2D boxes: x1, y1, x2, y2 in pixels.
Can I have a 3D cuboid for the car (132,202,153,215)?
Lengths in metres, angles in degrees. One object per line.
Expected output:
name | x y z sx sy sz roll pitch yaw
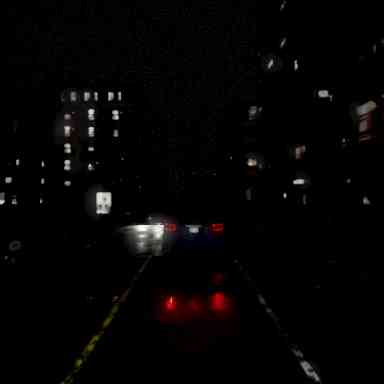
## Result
car | -5.731 1.923 38.682 1.802 1.307 4.206 0 -1 0

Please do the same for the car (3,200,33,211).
car | -30.324 2.343 57.990 4.097 1.590 1.967 -1 1 0

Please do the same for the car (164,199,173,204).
car | -5.772 2.311 82.133 1.947 1.339 4.313 0 -1 0

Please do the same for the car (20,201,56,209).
car | -22.447 2.328 49.417 4.403 1.369 2.008 -1 1 0

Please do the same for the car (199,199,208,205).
car | 2.614 2.257 76.605 1.947 1.339 4.313 0 -1 0

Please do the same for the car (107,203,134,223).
car | -5.722 1.682 27.628 1.967 1.590 4.097 0 -1 0

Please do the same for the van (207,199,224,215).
van | 2.648 1.681 38.691 1.690 1.788 3.998 0 -1 0

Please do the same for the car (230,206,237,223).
car | 2.660 1.786 27.633 1.887 1.381 4.507 0 -1 0

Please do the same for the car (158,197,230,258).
car | 0.069 1.339 13.468 2.150 2.045 5.566 0 0 0

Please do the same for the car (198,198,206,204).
car | 2.604 2.343 87.651 1.887 1.381 4.507 0 -1 0

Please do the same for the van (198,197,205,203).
van | 2.597 2.193 93.177 1.690 1.788 3.998 0 -1 0

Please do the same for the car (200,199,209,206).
car | 2.620 2.221 71.082 1.802 1.307 4.206 0 -1 0

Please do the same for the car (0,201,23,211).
car | -28.017 2.409 49.371 4.403 1.369 2.008 -1 1 0

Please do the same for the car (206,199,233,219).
car | 2.653 1.606 33.163 2.192 1.841 5.009 0 -1 0

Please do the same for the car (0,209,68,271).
car | -5.706 1.536 11.046 1.967 1.590 4.097 0 0 0

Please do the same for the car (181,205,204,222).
car | 0.065 1.861 29.773 1.895 1.301 4.718 0 -1 0

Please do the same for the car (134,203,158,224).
car | -3.117 1.796 26.631 1.994 1.385 4.181 0 -1 0

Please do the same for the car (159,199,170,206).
car | -5.761 2.205 71.086 1.947 1.339 4.313 0 -1 0
